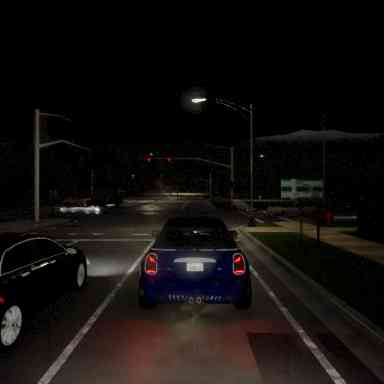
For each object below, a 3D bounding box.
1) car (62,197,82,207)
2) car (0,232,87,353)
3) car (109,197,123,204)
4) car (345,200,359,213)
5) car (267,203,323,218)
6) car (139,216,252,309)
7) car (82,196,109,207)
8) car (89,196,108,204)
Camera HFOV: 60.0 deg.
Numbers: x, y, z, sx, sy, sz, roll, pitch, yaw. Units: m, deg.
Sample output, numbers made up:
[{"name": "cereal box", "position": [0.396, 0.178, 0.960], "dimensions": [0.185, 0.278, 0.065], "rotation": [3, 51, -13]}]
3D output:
[{"name": "car", "position": [-18.072, 1.477, 50.799], "dimensions": [1.882, 1.535, 5.008], "rotation": [0, 0, 1]}, {"name": "car", "position": [-3.443, 1.505, 6.120], "dimensions": [1.837, 1.490, 4.892], "rotation": [0, 0, 0]}, {"name": "car", "position": [-14.380, 1.547, 62.227], "dimensions": [2.033, 1.411, 5.357], "rotation": [0, 0, 1]}, {"name": "car", "position": [19.137, 1.564, 36.550], "dimensions": [4.181, 1.385, 1.994], "rotation": [0, 0, 0]}, {"name": "car", "position": [9.270, 1.601, 29.624], "dimensions": [4.718, 1.301, 1.895], "rotation": [0, 0, 0]}, {"name": "car", "position": [0.067, 1.352, 8.026], "dimensions": [2.097, 1.767, 4.553], "rotation": [0, 0, 0]}, {"name": "car", "position": [-14.575, 1.601, 50.698], "dimensions": [1.895, 1.301, 4.718], "rotation": [0, 0, 1]}, {"name": "car", "position": [-17.842, 1.492, 63.753], "dimensions": [2.128, 1.511, 4.902], "rotation": [0, 0, 1]}]
